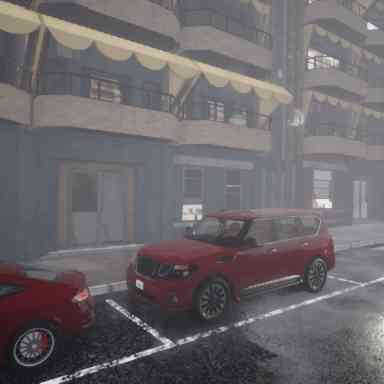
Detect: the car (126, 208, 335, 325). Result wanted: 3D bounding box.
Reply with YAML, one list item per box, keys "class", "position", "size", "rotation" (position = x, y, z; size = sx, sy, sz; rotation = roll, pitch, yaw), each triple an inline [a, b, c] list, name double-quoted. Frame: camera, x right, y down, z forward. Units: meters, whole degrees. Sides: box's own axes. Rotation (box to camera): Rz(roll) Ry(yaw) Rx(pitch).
- class: "car"
  position: [1.124, 1.318, 7.341]
  size: [5.009, 1.841, 2.192]
  rotation: [0, 1, -35]

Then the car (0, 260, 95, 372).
- class: "car"
  position: [-3.374, 1.582, 4.137]
  size: [4.206, 1.307, 1.802]
  rotation: [0, 1, -35]
